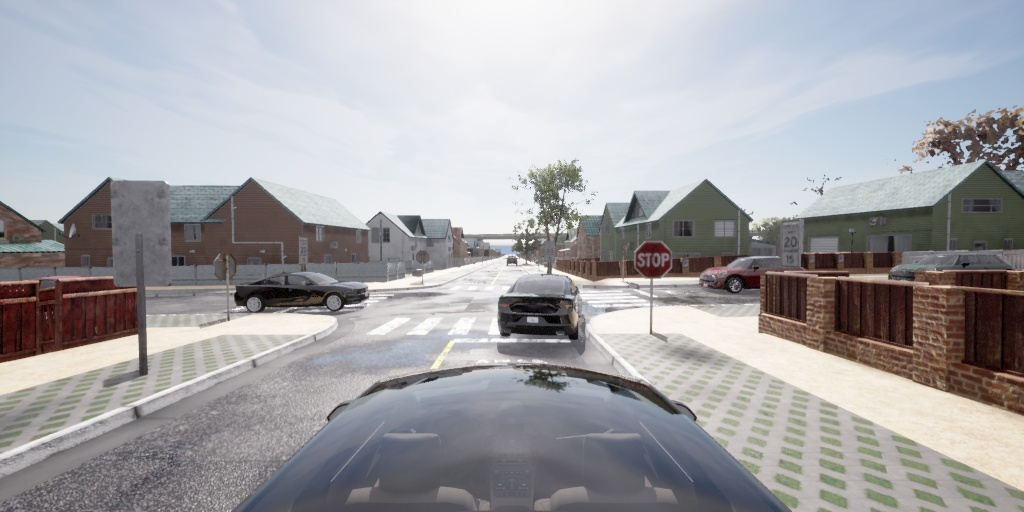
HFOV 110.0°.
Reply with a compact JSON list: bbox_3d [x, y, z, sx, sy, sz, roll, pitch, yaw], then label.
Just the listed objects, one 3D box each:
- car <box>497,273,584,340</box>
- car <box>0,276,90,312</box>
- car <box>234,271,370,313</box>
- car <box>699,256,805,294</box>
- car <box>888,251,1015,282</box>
[{"bbox_3d":[0.960,1.224,10.143,1.882,1.535,5.008,0,0,12],"label":"car"},{"bbox_3d":[-18.018,1.547,14.611,5.008,1.535,1.882,-1,2,0],"label":"car"},{"bbox_3d":[-8.465,1.377,14.672,5.008,1.535,1.882,-1,2,0],"label":"car"},{"bbox_3d":[11.810,0.820,17.750,4.553,1.767,2.097,-1,2,0],"label":"car"},{"bbox_3d":[21.705,0.646,17.819,4.553,1.767,2.097,-1,2,0],"label":"car"}]
